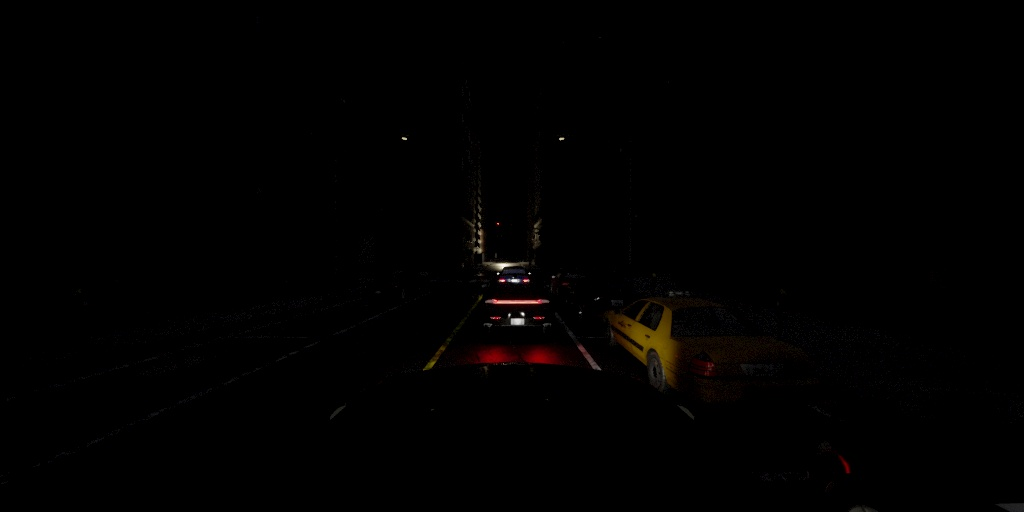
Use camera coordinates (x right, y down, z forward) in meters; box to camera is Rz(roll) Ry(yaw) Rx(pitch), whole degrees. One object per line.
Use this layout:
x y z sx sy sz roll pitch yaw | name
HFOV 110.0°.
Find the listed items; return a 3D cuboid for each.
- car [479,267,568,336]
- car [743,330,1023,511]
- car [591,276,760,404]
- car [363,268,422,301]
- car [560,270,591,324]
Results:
0.108 1.239 10.367 2.128 1.511 4.902 0 0 0 | car
2.872 1.301 0.669 2.007 1.370 4.403 0 0 0 | car
2.877 1.274 6.425 1.751 1.417 4.829 0 0 0 | car
-5.661 1.289 17.430 1.888 1.381 4.507 0 0 0 | car
2.880 1.312 11.841 1.948 1.339 4.313 0 0 0 | car
